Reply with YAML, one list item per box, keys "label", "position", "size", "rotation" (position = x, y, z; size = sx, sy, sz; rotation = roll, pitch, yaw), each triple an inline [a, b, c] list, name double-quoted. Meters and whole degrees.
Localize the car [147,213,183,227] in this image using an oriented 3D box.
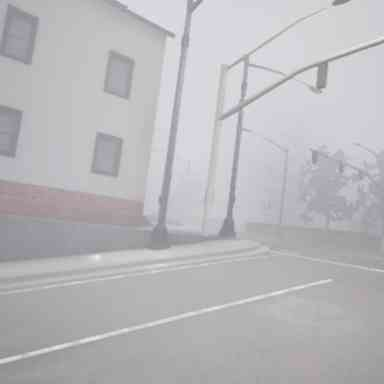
- label: "car"
  position: [-3.116, 3.042, 37.030]
  size: [2.033, 1.411, 5.357]
  rotation: [11, -6, -35]
